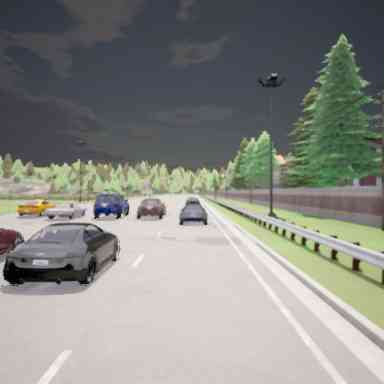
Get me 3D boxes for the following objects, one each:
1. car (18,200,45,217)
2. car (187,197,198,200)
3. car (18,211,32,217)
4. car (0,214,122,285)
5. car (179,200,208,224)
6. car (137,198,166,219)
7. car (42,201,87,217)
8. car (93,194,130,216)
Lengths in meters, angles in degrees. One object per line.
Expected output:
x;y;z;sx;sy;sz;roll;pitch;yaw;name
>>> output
-14.243;1.436;30.717;1.882;1.535;5.008;0;0;-5;car
0.103;1.451;42.479;1.837;1.490;4.892;0;0;0;car
-6.912;1.513;9.967;1.812;1.442;4.674;0;0;0;car
-3.400;1.552;9.482;1.994;1.385;4.181;0;0;0;car
0.103;1.533;24.471;1.994;1.385;4.181;0;0;0;car
-3.397;1.316;28.701;2.097;1.767;4.553;0;0;0;car
-10.397;1.564;27.885;1.895;1.301;4.718;0;0;0;car
-6.896;1.185;28.930;2.150;2.045;5.566;0;0;0;car
